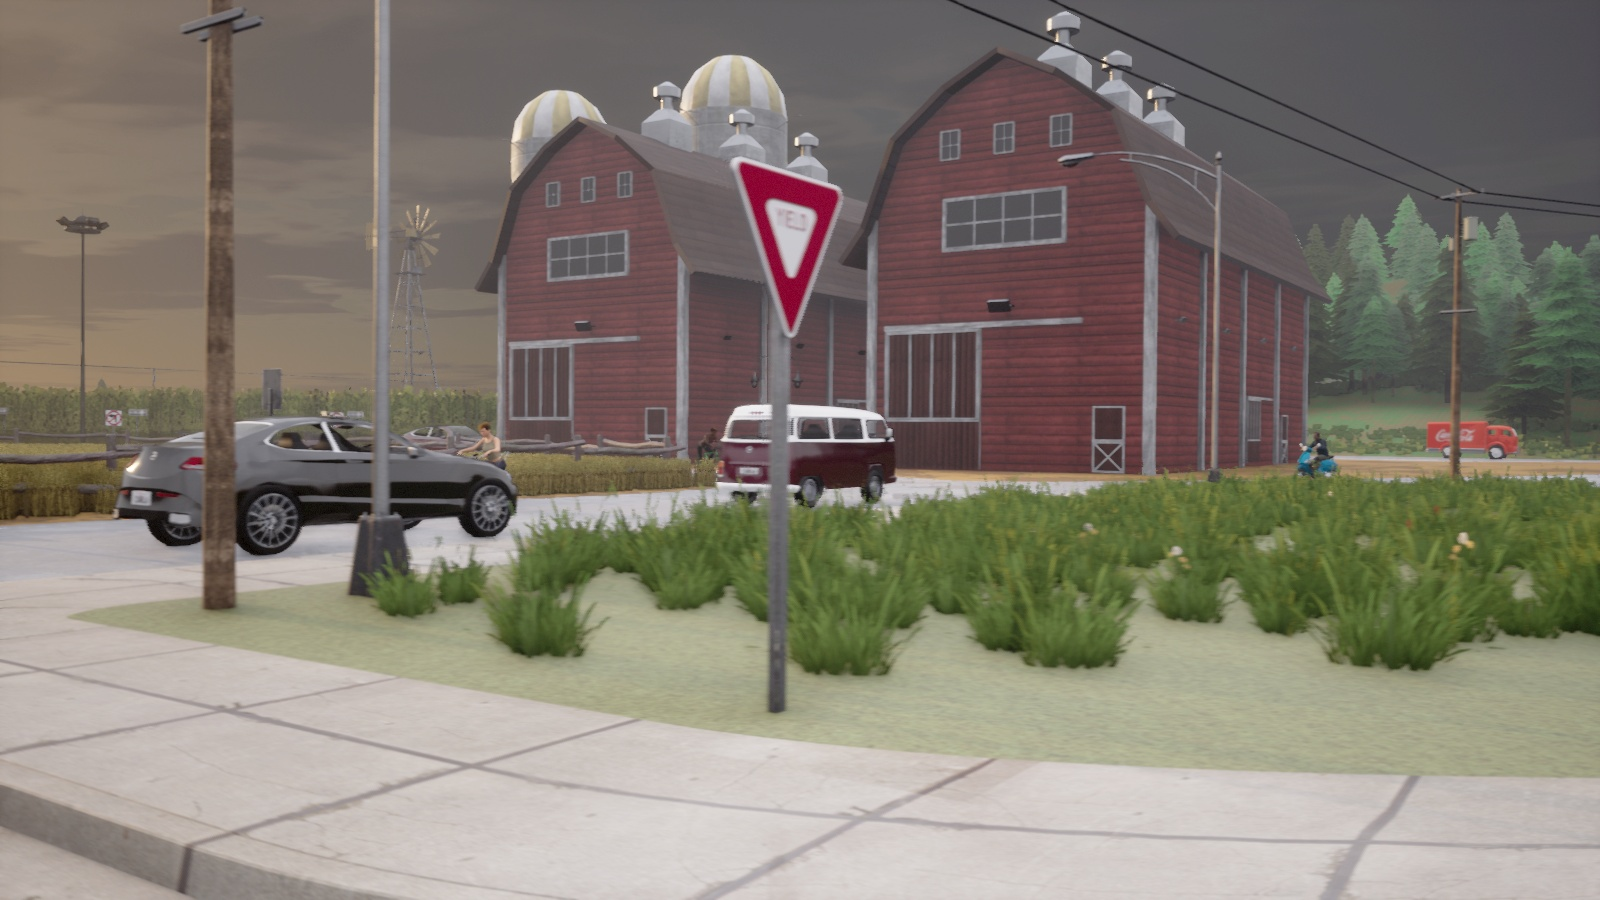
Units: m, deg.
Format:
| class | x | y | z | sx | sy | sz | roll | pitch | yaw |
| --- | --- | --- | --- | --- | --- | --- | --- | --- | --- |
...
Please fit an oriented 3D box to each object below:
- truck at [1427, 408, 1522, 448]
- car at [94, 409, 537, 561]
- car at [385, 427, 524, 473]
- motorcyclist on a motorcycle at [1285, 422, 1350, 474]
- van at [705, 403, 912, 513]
| class | x | y | z | sx | sy | sz | roll | pitch | yaw |
| --- | --- | --- | --- | --- | --- | --- | --- | --- | --- |
| truck | 44.021 | -1.412 | 82.024 | 5.204 | 2.467 | 2.627 | 0 | 1 | 35 |
| car | -6.054 | 0.338 | 16.354 | 2.152 | 1.651 | 5.027 | 0 | 1 | 34 |
| car | -12.986 | -0.028 | 47.179 | 5.027 | 1.651 | 2.152 | 0 | 1 | 31 |
| motorcyclist on a motorcycle | 16.331 | -0.070 | 39.625 | 1.817 | 1.590 | 0.866 | -1 | 1 | -22 |
| van | 0.282 | 0.101 | 25.666 | 2.069 | 2.038 | 4.480 | 0 | 1 | 34 |
